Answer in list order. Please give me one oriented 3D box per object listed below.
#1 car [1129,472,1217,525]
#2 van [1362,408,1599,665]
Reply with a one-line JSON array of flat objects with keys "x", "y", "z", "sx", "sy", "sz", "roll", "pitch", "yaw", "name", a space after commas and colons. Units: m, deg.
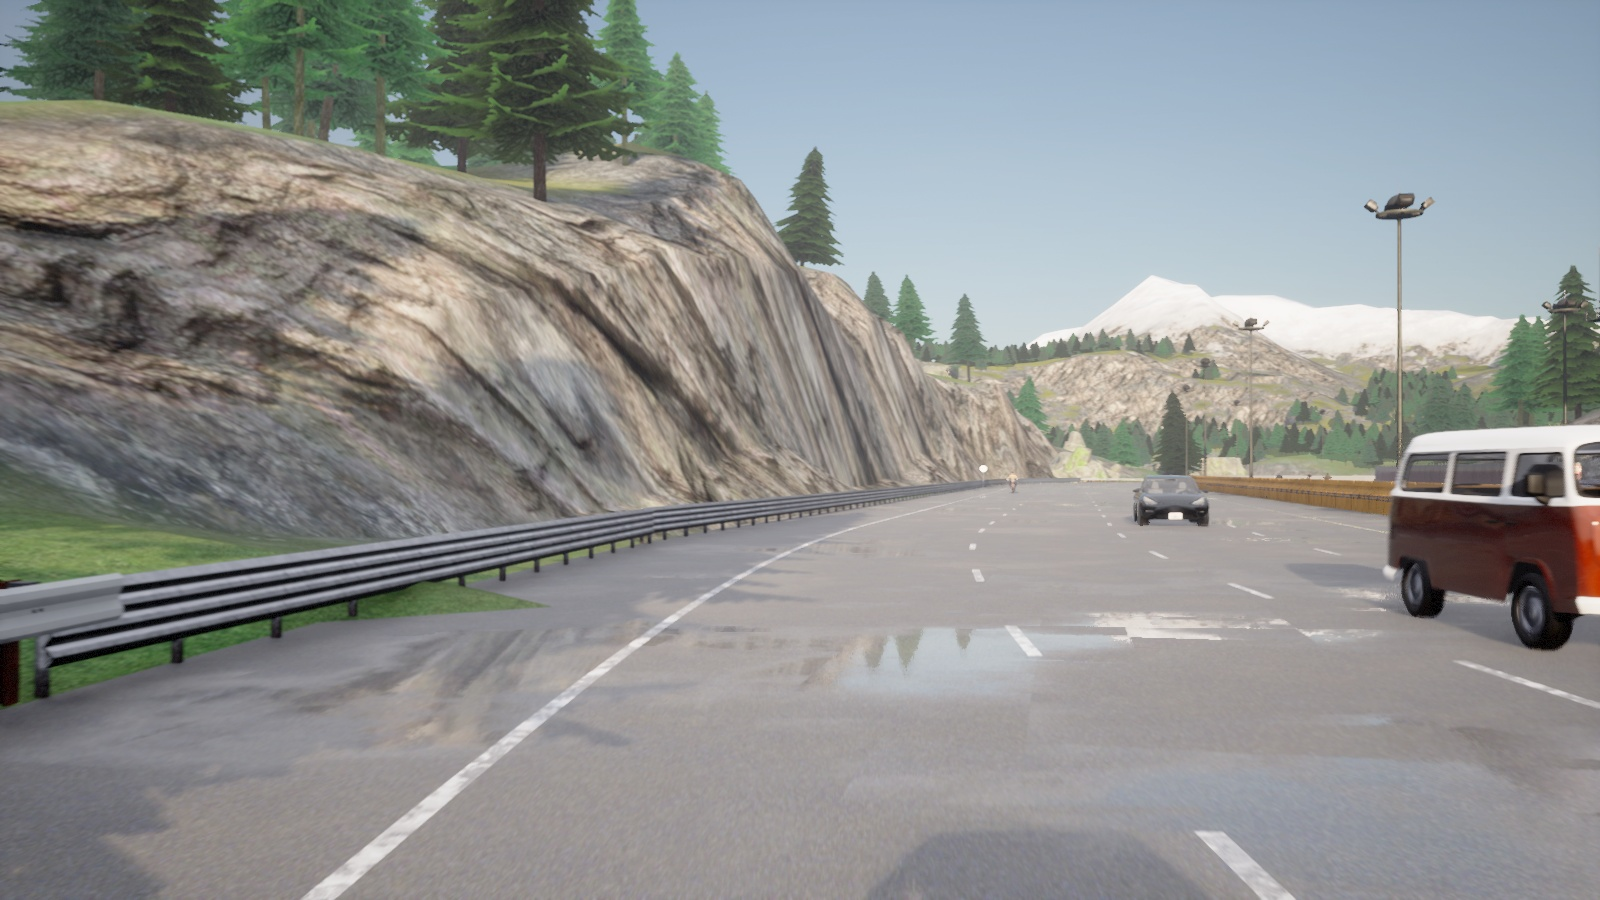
[{"x": 11.112, "y": 1.406, "z": 37.726, "sx": 2.163, "sy": 1.488, "sz": 4.792, "roll": 0, "pitch": -1, "yaw": 12, "name": "car"}, {"x": 7.373, "y": 0.715, "z": 12.156, "sx": 2.069, "sy": 2.038, "sz": 4.480, "roll": -1, "pitch": -1, "yaw": 4, "name": "van"}]
